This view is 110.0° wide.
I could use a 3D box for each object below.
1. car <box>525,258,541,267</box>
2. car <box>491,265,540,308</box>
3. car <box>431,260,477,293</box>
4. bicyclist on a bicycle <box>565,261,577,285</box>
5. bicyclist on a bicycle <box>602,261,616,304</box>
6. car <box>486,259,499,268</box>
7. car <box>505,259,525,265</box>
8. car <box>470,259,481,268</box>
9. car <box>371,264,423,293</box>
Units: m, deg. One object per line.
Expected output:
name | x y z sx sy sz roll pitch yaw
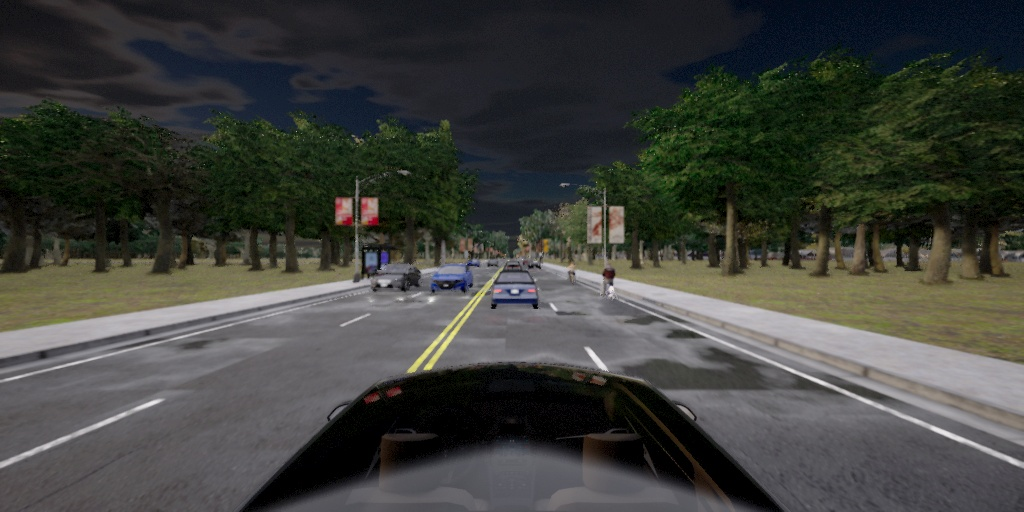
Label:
car | 3.342 1.333 55.489 1.895 1.301 4.718 0 0 0
car | 0.098 1.291 15.066 2.033 1.411 5.357 0 0 0
car | -3.353 1.219 20.727 1.882 1.535 5.008 0 0 0
bicyclist on a bicycle | 4.159 1.177 24.983 0.866 1.612 1.509 0 0 0
bicyclist on a bicycle | 4.142 1.114 15.511 0.659 1.776 1.843 0 0 0
car | -3.300 1.235 61.673 1.837 1.490 4.892 0 0 1
car | 0.095 1.241 35.556 1.837 1.490 4.892 0 0 0
car | -6.546 1.209 62.269 1.882 1.535 5.008 0 0 1
car | -6.603 1.233 20.960 2.128 1.511 4.902 0 0 0
